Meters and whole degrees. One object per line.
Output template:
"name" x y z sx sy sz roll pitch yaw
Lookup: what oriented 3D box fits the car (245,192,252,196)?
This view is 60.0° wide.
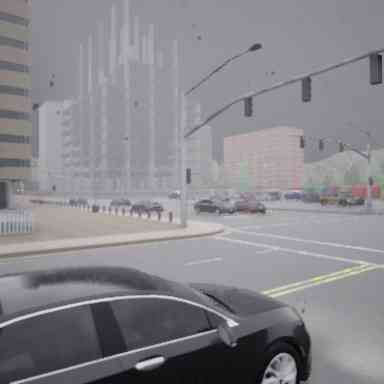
"car" 11.909 1.035 78.659 1.784 1.438 3.905 0 0 -36

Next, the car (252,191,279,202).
"car" 13.614 1.119 61.333 1.970 1.475 3.806 0 0 -36

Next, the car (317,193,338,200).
"car" 29.721 0.969 72.837 1.784 1.438 3.905 0 0 -36

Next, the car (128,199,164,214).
"car" -4.604 1.467 34.736 1.994 1.385 4.181 0 0 -36

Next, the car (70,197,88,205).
"car" -18.444 1.467 54.148 1.994 1.385 4.181 0 0 -35

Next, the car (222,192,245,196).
"car" 9.551 1.084 76.980 1.970 1.475 3.806 0 0 -36

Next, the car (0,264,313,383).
"car" -0.846 1.498 3.193 4.892 1.490 1.837 0 0 -35

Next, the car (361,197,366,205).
"car" 21.543 0.896 45.536 1.905 1.878 3.866 0 0 -36

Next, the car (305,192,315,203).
"car" 27.324 0.776 71.209 1.932 1.855 4.605 0 0 -36

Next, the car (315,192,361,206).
"car" 19.154 0.910 43.901 1.932 1.855 4.605 0 0 -36

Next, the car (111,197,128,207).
"car" -10.377 1.446 48.809 1.994 1.385 4.181 0 0 -35

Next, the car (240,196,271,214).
"car" 5.347 1.424 33.115 1.994 1.385 4.181 0 0 -35

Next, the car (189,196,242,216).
"car" 2.100 1.386 31.396 1.837 1.490 4.892 0 0 -36

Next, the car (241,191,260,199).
"car" 14.065 0.809 80.256 1.932 1.855 4.605 0 0 -36
